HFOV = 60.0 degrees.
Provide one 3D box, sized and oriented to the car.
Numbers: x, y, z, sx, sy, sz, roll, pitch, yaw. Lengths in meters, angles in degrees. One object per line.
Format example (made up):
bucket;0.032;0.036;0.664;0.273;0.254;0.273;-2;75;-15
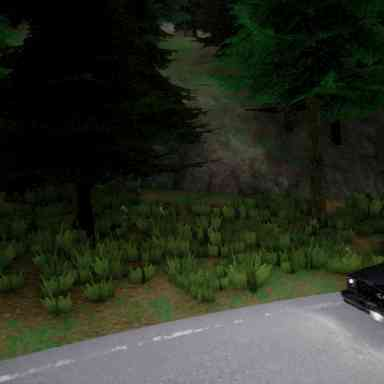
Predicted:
car;5.345;1.425;5.624;5.357;1.411;2.033;-1;2;-14
